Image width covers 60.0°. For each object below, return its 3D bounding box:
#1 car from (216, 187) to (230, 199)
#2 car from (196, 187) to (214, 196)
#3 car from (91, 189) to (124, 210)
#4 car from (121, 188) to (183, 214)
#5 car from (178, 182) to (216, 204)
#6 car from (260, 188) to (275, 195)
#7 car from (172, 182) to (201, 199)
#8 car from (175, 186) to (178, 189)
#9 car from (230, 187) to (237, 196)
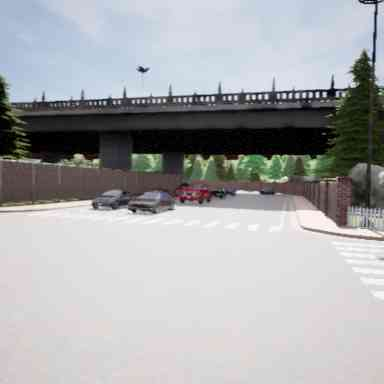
[{"bbox_3d":[3.415,0.195,44.452,1.994,1.385,4.181,2,2,16],"label":"car"},{"bbox_3d":[2.120,-0.120,52.950,1.994,1.385,4.181,2,2,15],"label":"car"},{"bbox_3d":[-5.788,0.521,25.449,1.812,1.442,4.674,2,2,16],"label":"car"},{"bbox_3d":[-2.639,0.693,23.567,2.033,1.411,5.357,2,2,16],"label":"car"},{"bbox_3d":[0.505,0.101,34.420,2.150,2.045,5.566,2,2,16],"label":"car"},{"bbox_3d":[14.349,-0.125,63.629,1.994,1.385,4.181,2,2,-3],"label":"car"},{"bbox_3d":[-0.575,-0.223,43.323,2.150,2.045,5.566,2,2,16],"label":"car"},{"bbox_3d":[-3.294,0.311,33.985,1.812,1.442,4.674,2,2,16],"label":"car"},{"bbox_3d":[6.255,-0.079,54.741,2.033,1.411,5.357,2,2,13],"label":"car"}]
